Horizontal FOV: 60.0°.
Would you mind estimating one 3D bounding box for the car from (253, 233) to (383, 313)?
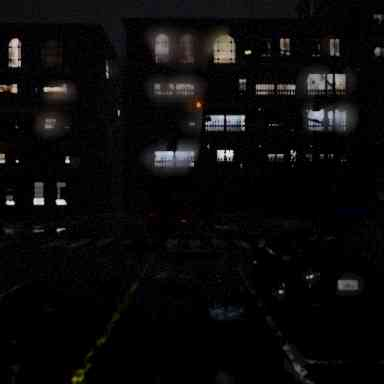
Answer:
[{"bbox_3d":[2.570,1.569,7.555,1.947,1.339,4.313,1,0,0],"label":"car"}]

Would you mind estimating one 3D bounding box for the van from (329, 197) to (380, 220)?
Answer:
[{"bbox_3d":[13.068,1.305,27.136,3.998,1.788,1.690,0,0,0],"label":"van"}]

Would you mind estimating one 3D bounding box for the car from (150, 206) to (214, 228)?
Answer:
[{"bbox_3d":[-0.653,1.590,21.740,4.181,1.385,1.994,0,0,0],"label":"car"}]
